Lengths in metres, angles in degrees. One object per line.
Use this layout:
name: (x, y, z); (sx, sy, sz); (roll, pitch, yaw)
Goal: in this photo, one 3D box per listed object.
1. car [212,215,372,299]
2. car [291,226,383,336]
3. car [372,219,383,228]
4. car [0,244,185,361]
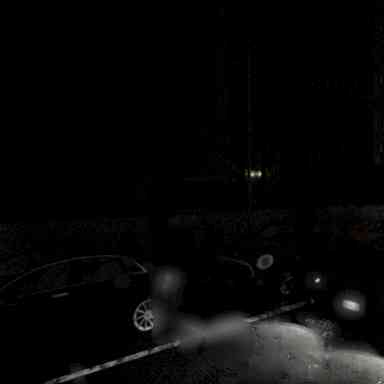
car: (2.445, 1.440, 8.394); (4.097, 1.590, 1.967); (0, 0, -36)
car: (4.074, 1.563, 6.285); (4.181, 1.385, 1.994); (0, 0, -35)
car: (6.928, 1.524, 11.593); (4.829, 1.417, 1.752); (0, 0, -36)
car: (-2.177, 1.551, 5.096); (4.403, 1.369, 2.008); (0, 0, -36)
